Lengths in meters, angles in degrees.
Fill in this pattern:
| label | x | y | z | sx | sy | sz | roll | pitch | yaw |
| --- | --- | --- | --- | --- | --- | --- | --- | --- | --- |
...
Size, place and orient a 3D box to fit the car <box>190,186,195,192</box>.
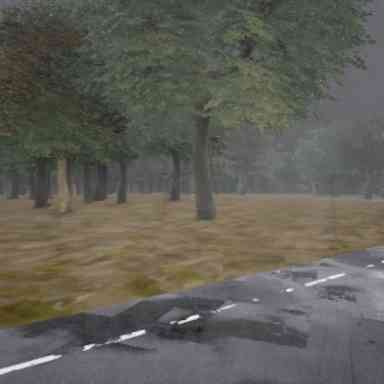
| label | x | y | z | sx | sy | sz | roll | pitch | yaw |
| --- | --- | --- | --- | --- | --- | --- | --- | --- | --- |
| car | 2.141 | -0.552 | 80.812 | 5.566 | 2.045 | 2.150 | 0 | 0 | 31 |
